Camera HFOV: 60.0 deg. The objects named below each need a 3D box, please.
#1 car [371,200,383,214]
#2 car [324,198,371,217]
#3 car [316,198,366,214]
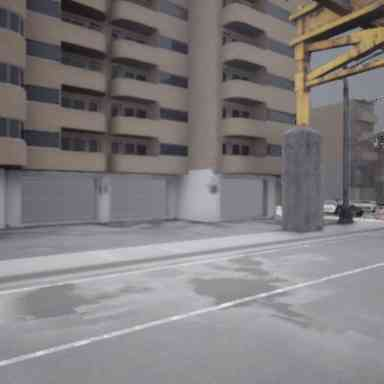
[{"bbox_3d":[16.880,1.240,32.254,4.536,1.218,1.853,0,0,34],"label":"car"},{"bbox_3d":[13.348,1.400,30.077,2.038,1.542,4.974,0,0,-11],"label":"car"},{"bbox_3d":[13.338,1.242,30.127,1.853,1.218,4.536,0,0,-11],"label":"car"}]
